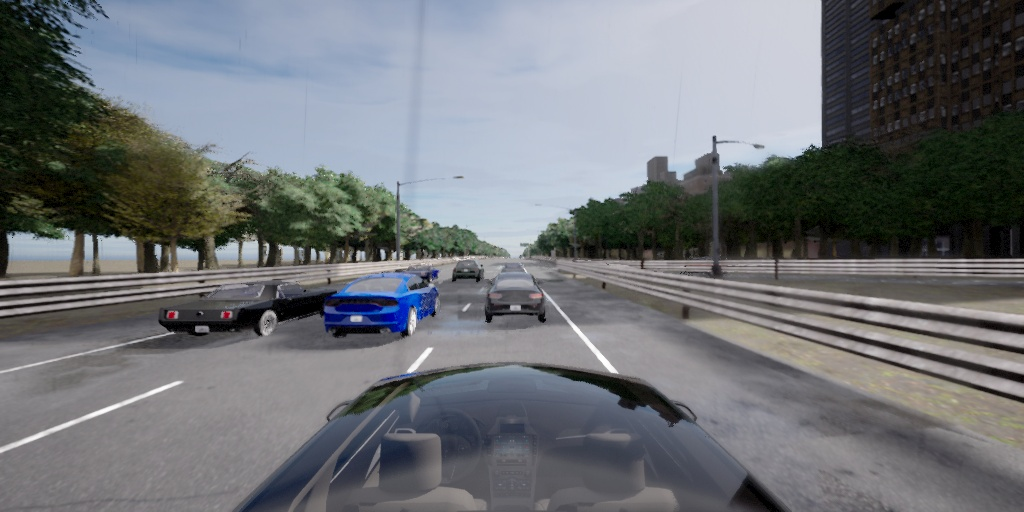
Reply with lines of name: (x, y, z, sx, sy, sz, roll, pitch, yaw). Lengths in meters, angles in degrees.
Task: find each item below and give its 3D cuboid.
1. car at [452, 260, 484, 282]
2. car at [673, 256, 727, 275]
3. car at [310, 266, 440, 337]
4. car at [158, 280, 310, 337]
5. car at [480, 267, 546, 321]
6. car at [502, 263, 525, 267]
car: (-3.408, 1.066, 28.619, 2.097, 1.767, 4.553, 0, 0, 0)
car: (17.236, 0.836, 33.069, 2.097, 1.767, 4.553, 0, -1, -30)
car: (-3.402, 1.218, 10.306, 1.882, 1.535, 5.008, 0, 0, 0)
car: (-6.903, 1.341, 10.213, 1.895, 1.301, 4.718, 0, 0, 0)
car: (0.097, 1.264, 12.202, 1.812, 1.442, 4.674, 0, 0, 0)
car: (0.093, 1.275, 29.639, 1.994, 1.385, 4.181, 0, 0, 0)
